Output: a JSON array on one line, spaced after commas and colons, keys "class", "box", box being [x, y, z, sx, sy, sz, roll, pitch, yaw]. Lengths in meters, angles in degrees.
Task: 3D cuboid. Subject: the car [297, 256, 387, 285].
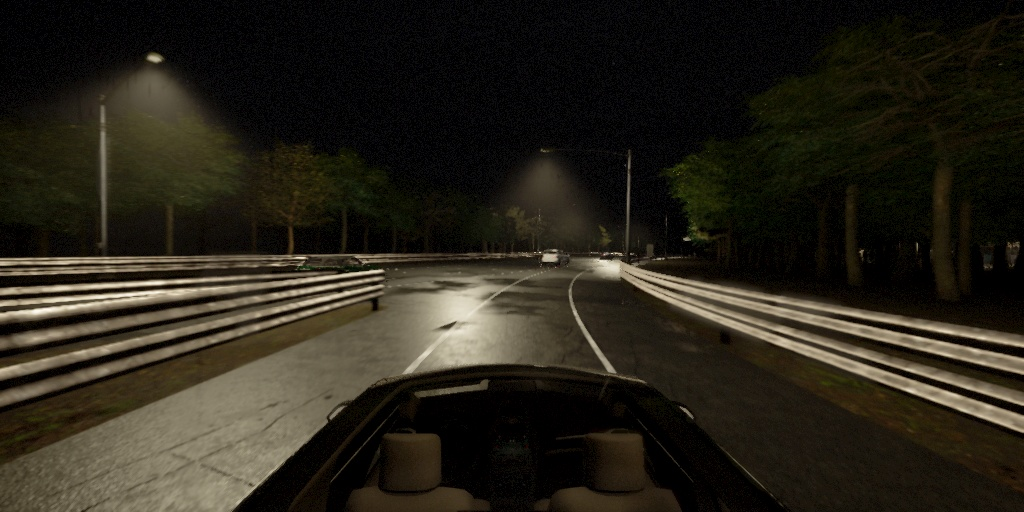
[{"class": "car", "box": [-8.933, 0.759, 19.090, 2.097, 1.767, 4.553, 2, 2, 28]}]

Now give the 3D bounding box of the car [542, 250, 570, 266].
[{"class": "car", "box": [5.805, 0.197, 46.652, 2.150, 2.045, 5.566, 2, 2, 28]}]
